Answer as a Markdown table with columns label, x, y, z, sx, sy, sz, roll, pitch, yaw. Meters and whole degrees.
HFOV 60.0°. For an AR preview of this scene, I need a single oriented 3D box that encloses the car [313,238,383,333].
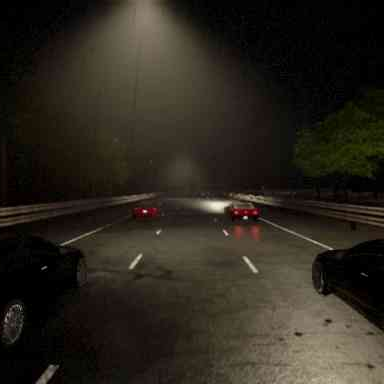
| label | x | y | z | sx | sy | sz | roll | pitch | yaw |
| --- | --- | --- | --- | --- | --- | --- | --- | --- | --- |
| car | 3.596 | 1.483 | 5.530 | 1.812 | 1.442 | 4.674 | 0 | 0 | 0 |

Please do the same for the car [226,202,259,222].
| label | x | y | z | sx | sy | sz | roll | pitch | yaw |
| --- | --- | --- | --- | --- | --- | --- | --- | --- | --- |
| car | 3.590 | 1.408 | 24.501 | 1.895 | 1.301 | 4.718 | 0 | 0 | 0 |

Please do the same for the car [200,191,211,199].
| label | x | y | z | sx | sy | sz | roll | pitch | yaw |
| --- | --- | --- | --- | --- | --- | --- | --- | --- | --- |
| car | 3.475 | 0.868 | 79.393 | 1.837 | 1.490 | 4.892 | 0 | 0 | 0 |

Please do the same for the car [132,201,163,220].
| label | x | y | z | sx | sy | sz | roll | pitch | yaw |
| --- | --- | --- | --- | --- | --- | --- | --- | --- | --- |
| car | -3.411 | 1.357 | 26.137 | 1.994 | 1.385 | 4.181 | 0 | 0 | 0 |

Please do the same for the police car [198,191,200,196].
| label | x | y | z | sx | sy | sz | roll | pitch | yaw |
| --- | --- | --- | --- | --- | --- | --- | --- | --- | --- |
| police car | 3.472 | 0.775 | 90.393 | 2.038 | 1.542 | 4.974 | 0 | 0 | 0 |

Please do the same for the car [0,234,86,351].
| label | x | y | z | sx | sy | sz | roll | pitch | yaw |
| --- | --- | --- | --- | --- | --- | --- | --- | --- | --- |
| car | -3.404 | 1.479 | 5.974 | 1.812 | 1.442 | 4.674 | 0 | 0 | 0 |
